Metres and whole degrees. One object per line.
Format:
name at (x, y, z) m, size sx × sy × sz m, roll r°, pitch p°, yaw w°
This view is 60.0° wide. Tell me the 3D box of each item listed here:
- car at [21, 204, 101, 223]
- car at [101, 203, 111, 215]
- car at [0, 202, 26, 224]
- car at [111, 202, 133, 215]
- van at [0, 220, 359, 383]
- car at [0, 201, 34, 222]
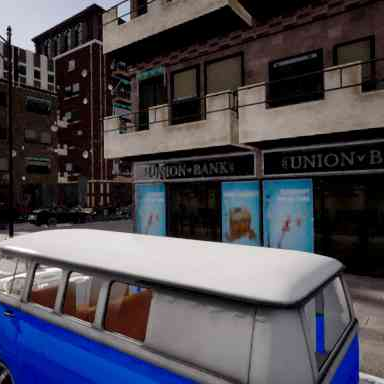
car at (-8.708, 1.583, 22.370) m, size 1.947 × 1.339 × 4.313 m, roll -2°, pitch -1°, yaw 36°
car at (-8.837, 1.798, 36.421) m, size 1.947 × 1.339 × 4.313 m, roll -2°, pitch -1°, yaw 36°
car at (-14.797, 1.596, 23.556) m, size 2.128 × 1.511 × 4.902 m, roll -1°, pitch -1°, yaw 33°
car at (-5.747, 1.742, 36.253) m, size 2.033 × 1.411 × 5.357 m, roll -1°, pitch -1°, yaw 36°
van at (-0.534, 1.342, 3.231) m, size 3.998 × 1.788 × 1.690 m, roll 0°, pitch -1°, yaw 35°
car at (-15.479, 1.609, 27.310) m, size 1.967 × 1.590 × 4.097 m, roll -2°, pitch -1°, yaw 36°
